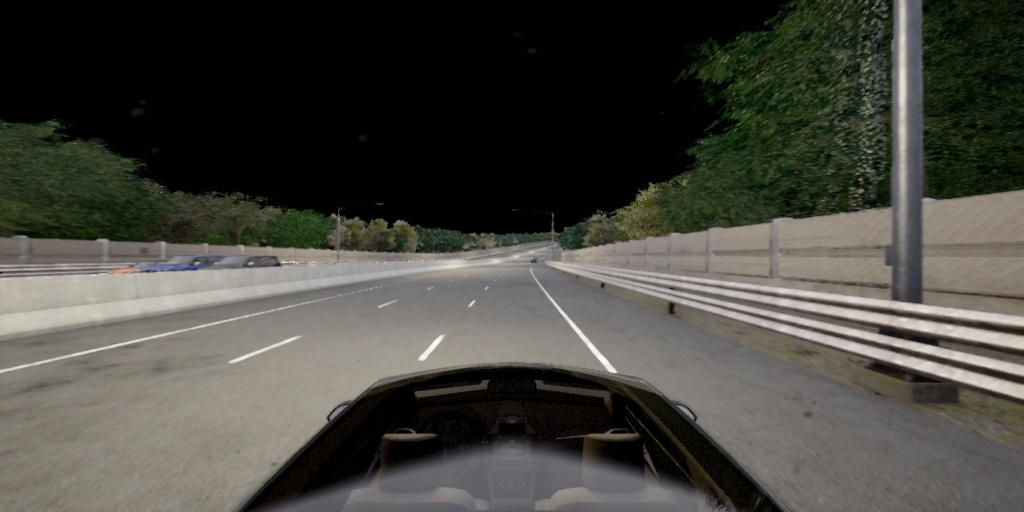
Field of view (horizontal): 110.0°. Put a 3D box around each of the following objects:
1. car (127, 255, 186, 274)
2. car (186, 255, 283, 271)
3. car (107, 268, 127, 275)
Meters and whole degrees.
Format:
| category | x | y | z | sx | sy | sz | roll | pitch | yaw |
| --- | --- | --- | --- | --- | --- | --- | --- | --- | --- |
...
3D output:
| category | x | y | z | sx | sy | sz | roll | pitch | yaw |
| --- | --- | --- | --- | --- | --- | --- | --- | --- | --- |
| car | -20.902 | 0.939 | 23.436 | 2.150 | 2.045 | 5.566 | 0 | 0 | 1 |
| car | -17.404 | 0.949 | 23.293 | 2.150 | 2.045 | 5.566 | 0 | 0 | 1 |
| car | -24.373 | 1.059 | 24.314 | 2.097 | 1.767 | 4.553 | 0 | 0 | 1 |
